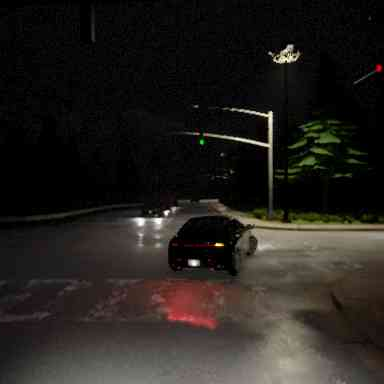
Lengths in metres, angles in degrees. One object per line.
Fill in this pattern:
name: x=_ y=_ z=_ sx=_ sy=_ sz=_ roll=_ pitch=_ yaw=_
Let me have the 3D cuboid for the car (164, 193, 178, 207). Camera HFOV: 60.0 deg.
car: x=-3.431 y=1.200 z=52.221 sx=2.150 sy=2.045 sz=5.566 roll=0 pitch=0 yaw=1

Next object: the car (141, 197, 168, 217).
car: x=-3.596 y=1.496 z=31.143 sx=1.837 sy=1.490 sz=4.892 roll=0 pitch=0 yaw=0

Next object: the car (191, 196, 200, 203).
car: x=0.648 y=1.501 z=69.601 sx=2.033 sy=1.411 sz=5.357 roll=0 pitch=0 yaw=2

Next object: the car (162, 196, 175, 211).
car: x=-3.579 y=1.532 z=41.590 sx=2.033 sy=1.411 sz=5.357 roll=0 pitch=0 yaw=0

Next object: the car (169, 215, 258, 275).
car: x=0.795 y=1.509 z=10.646 sx=1.837 sy=1.490 sz=4.892 roll=-2 pitch=0 yaw=18
